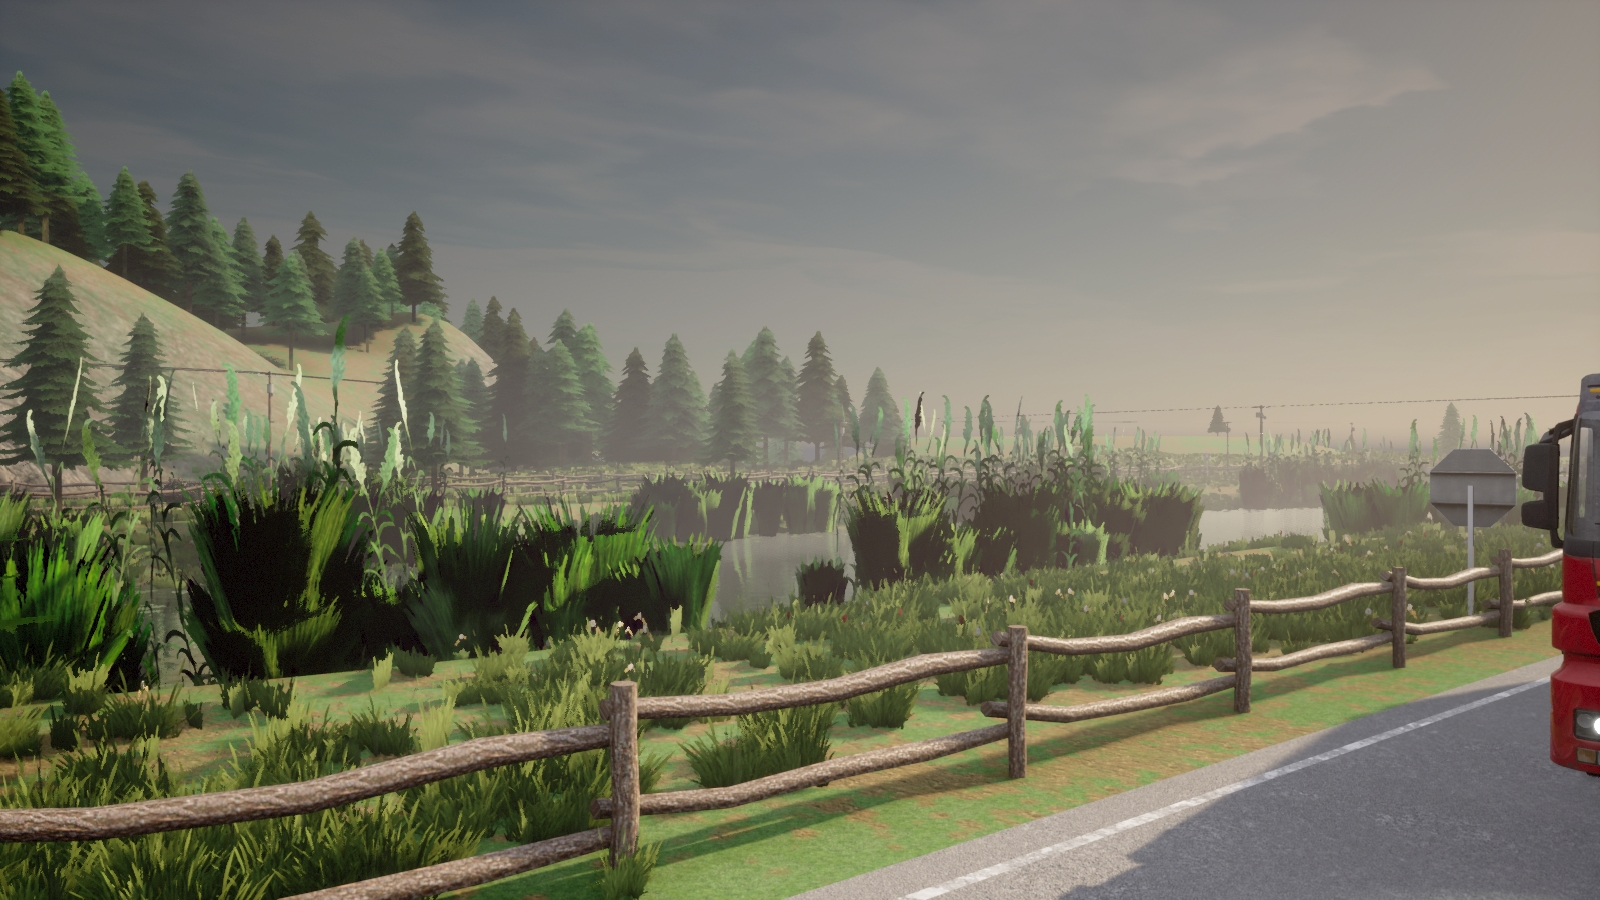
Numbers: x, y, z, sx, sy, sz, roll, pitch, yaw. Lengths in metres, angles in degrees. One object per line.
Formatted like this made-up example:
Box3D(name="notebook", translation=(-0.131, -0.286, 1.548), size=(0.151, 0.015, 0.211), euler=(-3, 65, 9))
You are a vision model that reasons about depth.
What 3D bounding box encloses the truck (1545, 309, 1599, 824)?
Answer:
Box3D(name="truck", translation=(9.569, 0.862, 10.969), size=(2.891, 3.827, 8.468), euler=(0, 0, 41))
